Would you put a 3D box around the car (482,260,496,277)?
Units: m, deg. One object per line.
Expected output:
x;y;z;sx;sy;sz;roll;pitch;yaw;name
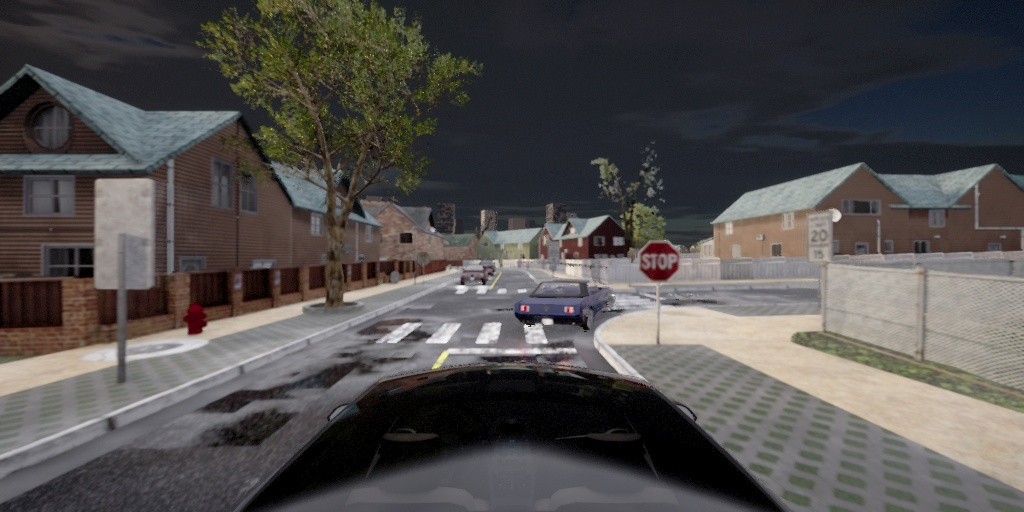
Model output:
-2.926;1.446;37.910;1.994;1.385;4.181;0;0;-1;car

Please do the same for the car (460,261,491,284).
-2.859;1.372;27.918;1.812;1.442;4.674;0;0;0;car

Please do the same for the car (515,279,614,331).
1.851;1.365;11.256;1.895;1.301;4.718;-2;0;25;car

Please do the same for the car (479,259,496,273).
-3.340;1.289;48.575;2.097;1.767;4.553;0;-1;-7;car
